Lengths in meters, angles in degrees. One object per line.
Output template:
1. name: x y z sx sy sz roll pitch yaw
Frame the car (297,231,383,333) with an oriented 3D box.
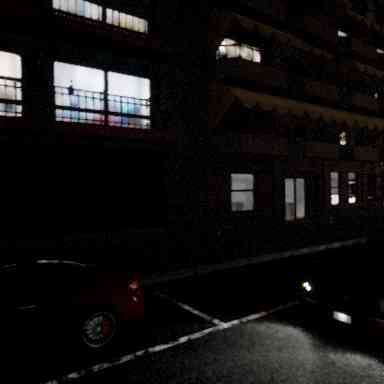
1. car: 4.419 1.474 6.586 5.357 1.411 2.033 -1 0 -36

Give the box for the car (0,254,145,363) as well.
1. car: -2.699 1.593 4.599 4.206 1.307 1.802 -1 0 -36
